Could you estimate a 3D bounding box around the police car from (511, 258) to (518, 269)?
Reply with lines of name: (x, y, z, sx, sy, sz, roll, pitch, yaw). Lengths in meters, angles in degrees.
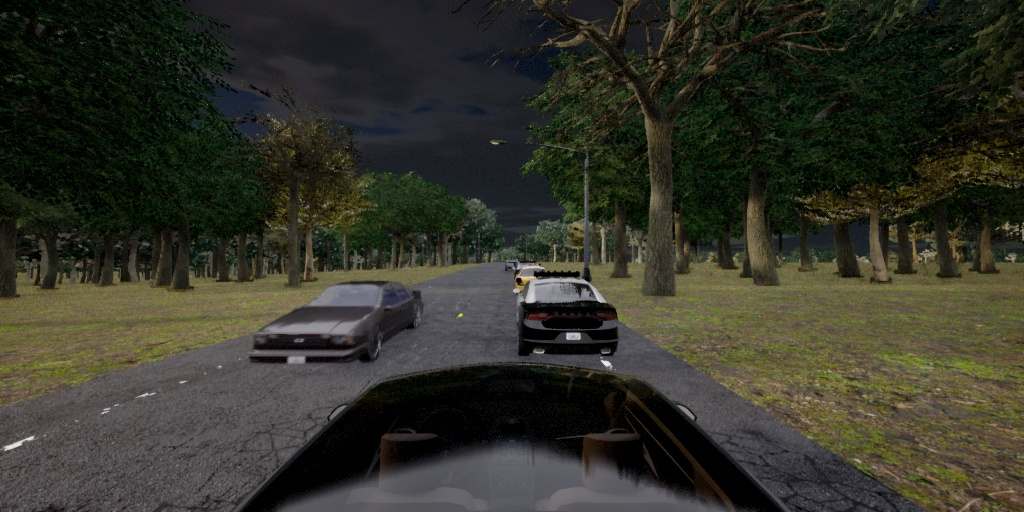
police car: (1.085, 1.148, 24.753, 1.930, 1.638, 5.238, 0, 0, 0)

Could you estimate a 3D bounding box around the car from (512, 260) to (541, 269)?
car: (1.076, 1.192, 18.833, 1.801, 1.575, 5.366, 0, 0, 0)

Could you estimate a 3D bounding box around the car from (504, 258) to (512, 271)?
car: (0.085, 1.130, 45.961, 2.128, 1.511, 4.902, 0, 0, 1)

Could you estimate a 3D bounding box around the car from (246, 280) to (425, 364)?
car: (-3.489, 1.296, 8.467, 2.033, 1.411, 5.357, 0, 0, 0)

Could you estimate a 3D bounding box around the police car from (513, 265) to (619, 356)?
police car: (1.062, 1.174, 8.749, 1.930, 1.638, 5.238, 0, 0, 0)
